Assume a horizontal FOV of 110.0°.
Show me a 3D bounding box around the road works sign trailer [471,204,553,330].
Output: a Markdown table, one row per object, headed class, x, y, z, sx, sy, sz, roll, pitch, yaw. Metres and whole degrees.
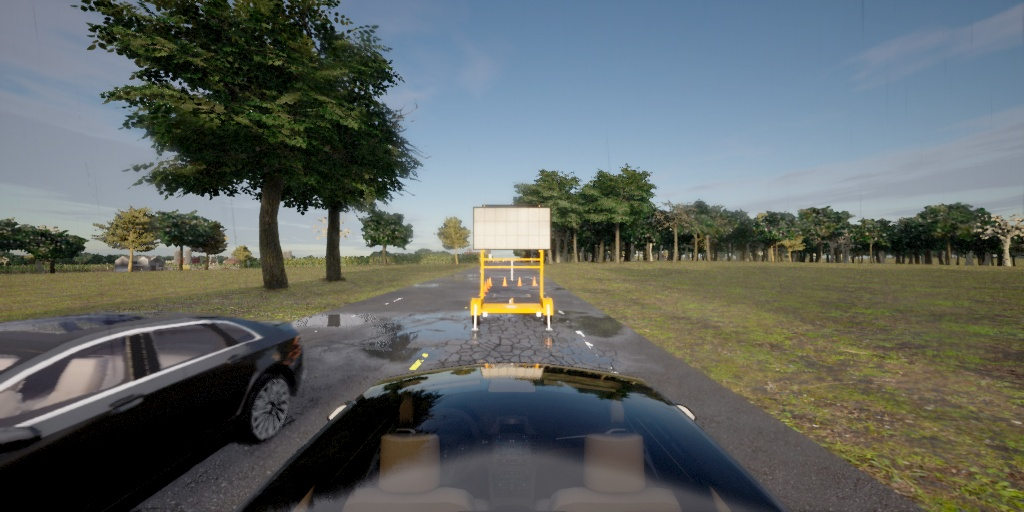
| class | x | y | z | sx | sy | sz | roll | pitch | yaw |
| --- | --- | --- | --- | --- | --- | --- | --- | --- | --- |
| road works sign trailer | 0.001 | 0.218 | 11.112 | 2.380 | 3.560 | 2.880 | 0 | 0 | 0 |
